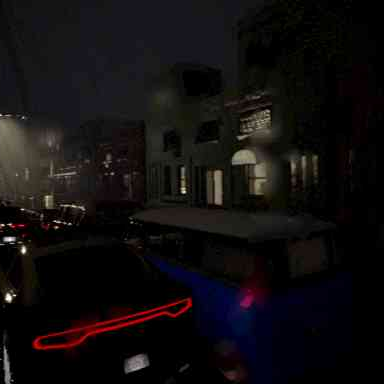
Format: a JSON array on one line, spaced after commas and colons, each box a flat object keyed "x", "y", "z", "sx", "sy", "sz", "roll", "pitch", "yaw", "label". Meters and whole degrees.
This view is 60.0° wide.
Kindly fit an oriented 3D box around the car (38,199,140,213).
[{"x": -2.861, "y": 1.124, "z": 9.581, "sx": 2.192, "sy": 1.841, "sz": 5.009, "roll": -3, "pitch": 2, "yaw": -34, "label": "car"}]

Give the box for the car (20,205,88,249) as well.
[{"x": -5.993, "y": 1.353, "z": 14.162, "sx": 1.802, "sy": 1.307, "sz": 4.206, "roll": -3, "pitch": 2, "yaw": -34, "label": "car"}]

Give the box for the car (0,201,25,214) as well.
[{"x": -7.571, "y": 1.341, "z": 13.298, "sx": 1.837, "sy": 1.490, "sz": 4.892, "roll": -3, "pitch": 2, "yaw": -34, "label": "car"}]

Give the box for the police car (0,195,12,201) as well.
[{"x": -11.033, "y": 1.220, "z": 18.333, "sx": 1.930, "sy": 1.638, "sz": 5.238, "roll": -3, "pitch": 2, "yaw": -34, "label": "police car"}]

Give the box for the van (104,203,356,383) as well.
[{"x": 0.281, "y": 1.187, "z": 5.008, "sx": 1.690, "sy": 1.788, "sz": 3.998, "roll": -3, "pitch": 2, "yaw": -34, "label": "van"}]

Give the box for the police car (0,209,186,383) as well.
[{"x": -1.974, "y": 1.328, "z": 5.145, "sx": 1.930, "sy": 1.638, "sz": 5.238, "roll": -3, "pitch": 2, "yaw": -34, "label": "police car"}]
